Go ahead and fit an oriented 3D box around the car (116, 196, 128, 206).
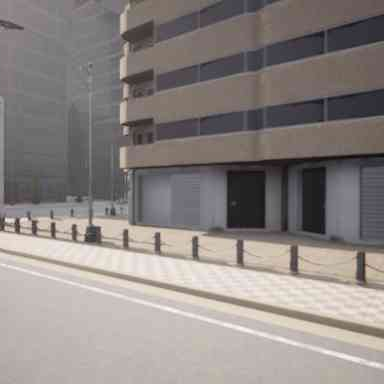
[{"bbox_3d":[-9.688,1.331,51.673,1.812,1.442,4.674,0,0,36],"label":"car"}]
